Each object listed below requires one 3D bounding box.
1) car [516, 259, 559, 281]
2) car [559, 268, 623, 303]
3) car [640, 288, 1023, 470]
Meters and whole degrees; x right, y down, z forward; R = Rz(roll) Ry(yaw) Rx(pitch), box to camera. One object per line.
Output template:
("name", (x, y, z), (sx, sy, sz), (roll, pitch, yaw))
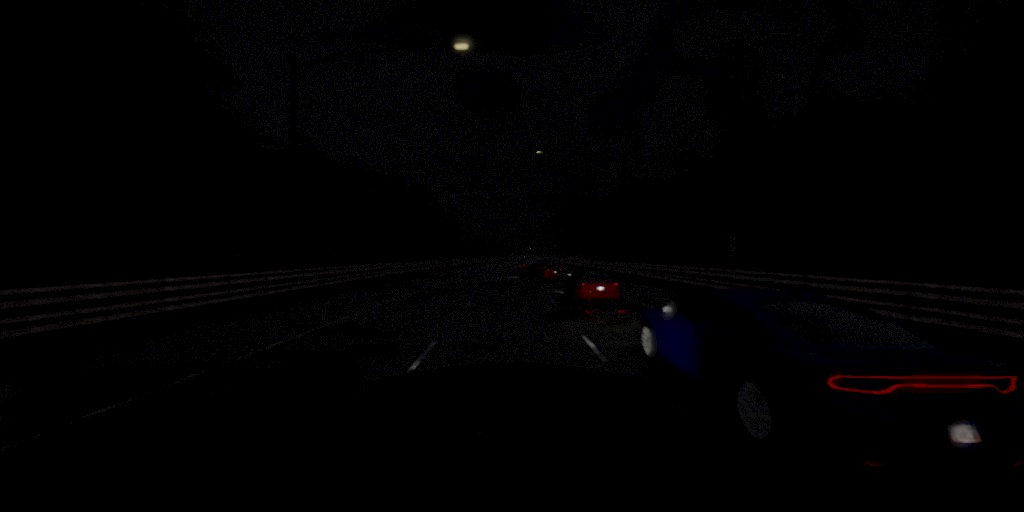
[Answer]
("car", (2.158, 1.188, 29.083), (1.994, 1.385, 4.181), (0, 0, -35))
("car", (3.517, 1.239, 16.190), (1.994, 1.385, 4.181), (0, 0, 0))
("car", (3.498, 1.208, 5.249), (1.882, 1.535, 5.008), (0, 0, 0))
